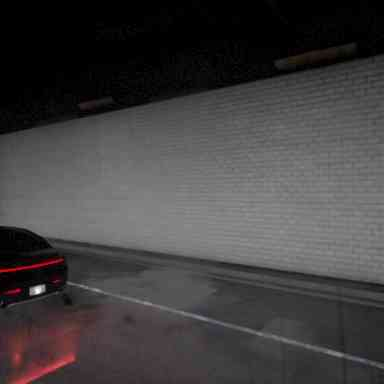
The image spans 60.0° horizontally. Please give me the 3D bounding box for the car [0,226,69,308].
[{"bbox_3d":[-4.737,1.507,7.373,4.892,1.490,1.837,0,0,36],"label":"car"}]
